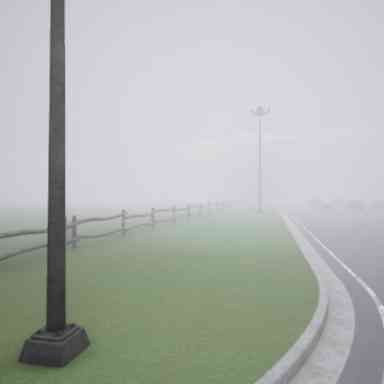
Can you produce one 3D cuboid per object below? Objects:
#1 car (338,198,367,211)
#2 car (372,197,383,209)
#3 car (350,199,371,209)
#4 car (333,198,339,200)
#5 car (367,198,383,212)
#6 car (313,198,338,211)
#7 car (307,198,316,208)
[{"bbox_3d":[21.860,1.807,45.415,1.882,1.535,5.008,0,0,13],"label":"car"},{"bbox_3d":[30.970,1.755,53.737,2.097,1.767,4.553,0,0,13],"label":"car"},{"bbox_3d":[27.566,1.904,54.554,1.837,1.490,4.892,0,0,13],"label":"car"},{"bbox_3d":[24.150,1.747,55.316,2.097,1.767,4.553,0,0,13],"label":"car"},{"bbox_3d":[25.270,1.811,44.629,1.882,1.535,5.008,0,0,13],"label":"car"},{"bbox_3d":[18.480,1.926,46.120,1.895,1.301,4.718,0,0,13],"label":"car"},{"bbox_3d":[20.740,1.744,56.105,2.097,1.767,4.553,0,0,13],"label":"car"}]
